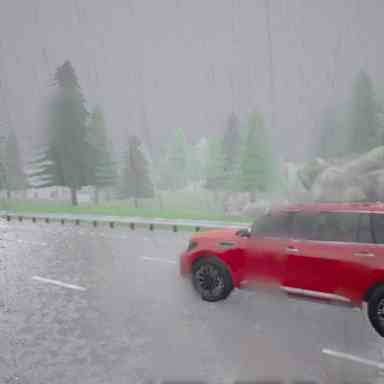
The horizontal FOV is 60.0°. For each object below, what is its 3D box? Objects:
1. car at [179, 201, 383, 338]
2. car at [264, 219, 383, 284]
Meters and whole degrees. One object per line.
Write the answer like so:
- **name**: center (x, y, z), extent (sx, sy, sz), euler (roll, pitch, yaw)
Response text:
- **car**: center (2.378, 1.207, 6.519), extent (5.566, 2.045, 2.150), euler (0, 0, 35)
- **car**: center (4.609, 1.579, 9.231), extent (4.718, 1.301, 1.895), euler (0, 0, 35)
